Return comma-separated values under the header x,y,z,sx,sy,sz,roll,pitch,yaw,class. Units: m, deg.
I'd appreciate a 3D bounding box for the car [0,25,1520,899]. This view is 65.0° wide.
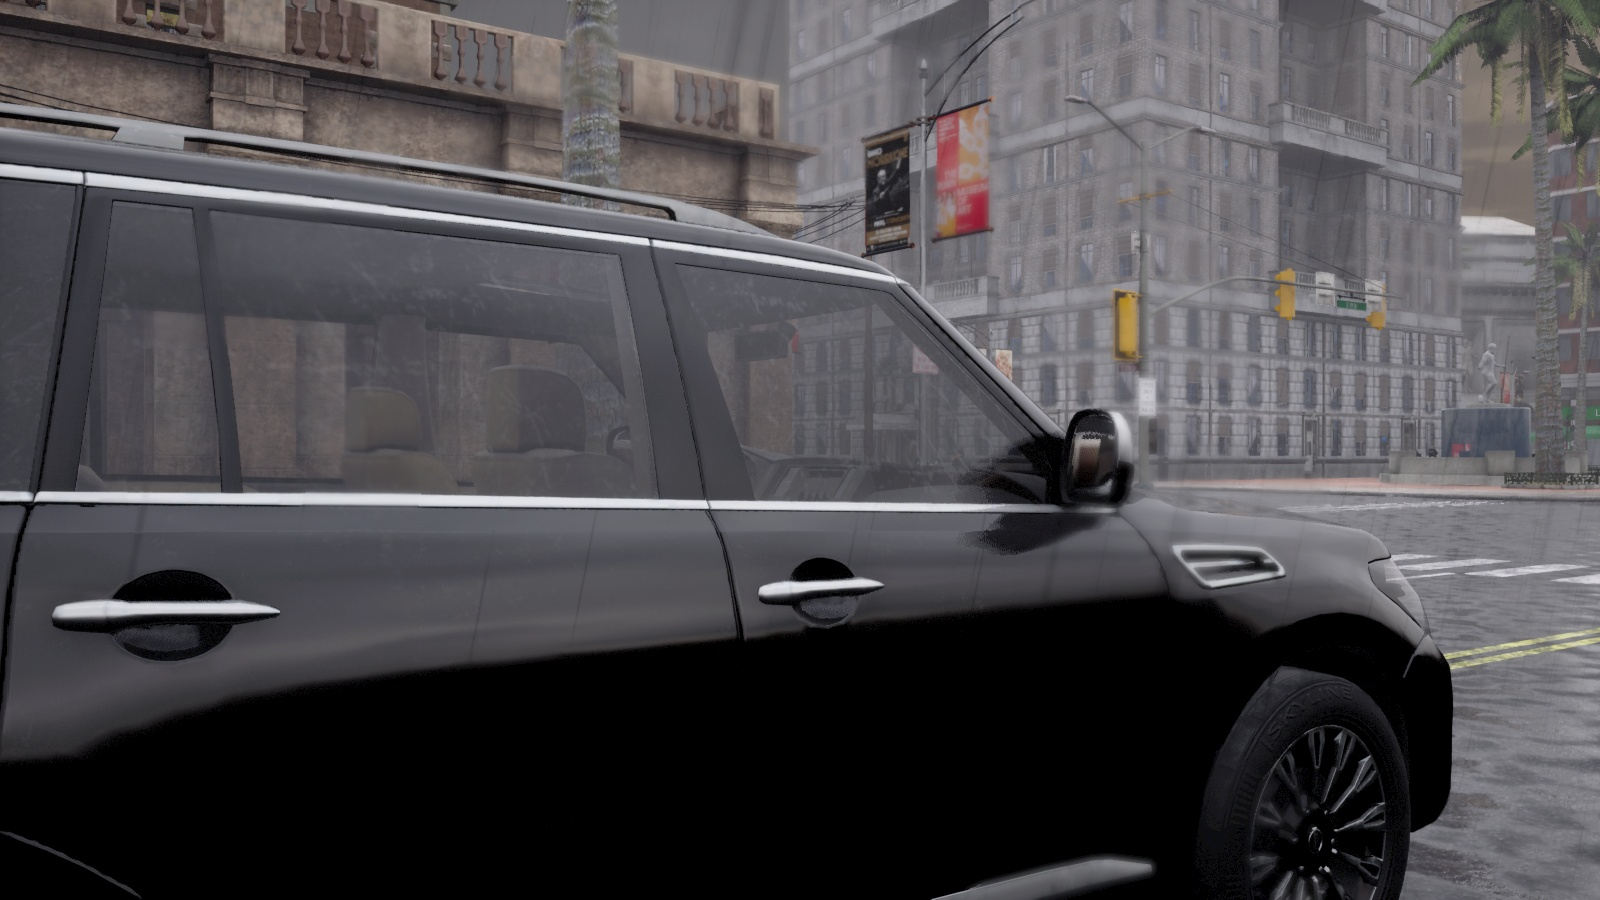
x,y,z,sx,sy,sz,roll,pitch,yaw,class
-0.661,0.473,3.201,5.566,2.045,2.150,0,0,-35,car
